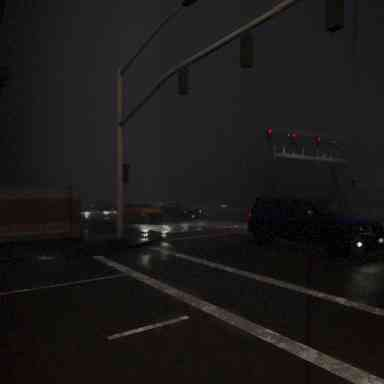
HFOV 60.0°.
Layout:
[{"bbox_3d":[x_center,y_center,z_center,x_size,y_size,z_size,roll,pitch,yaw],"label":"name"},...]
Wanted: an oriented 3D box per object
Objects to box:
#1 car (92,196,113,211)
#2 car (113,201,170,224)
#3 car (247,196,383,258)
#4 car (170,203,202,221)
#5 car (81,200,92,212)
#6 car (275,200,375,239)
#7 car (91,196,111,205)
[{"bbox_3d":[-10.719,1.548,40.777,2.033,1.411,5.357,0,0,-36],"label":"car"},{"bbox_3d":[-3.952,1.477,25.355,1.882,1.535,5.008,0,0,-36],"label":"car"},{"bbox_3d":[4.693,1.215,13.322,2.150,2.045,5.566,0,1,-36],"label":"car"},{"bbox_3d":[-1.187,1.601,27.502,1.895,1.301,4.718,0,0,-36],"label":"car"},{"bbox_3d":[-13.614,1.526,38.811,1.812,1.442,4.674,0,0,-36],"label":"car"},{"bbox_3d":[7.079,1.351,17.946,4.553,1.767,2.097,0,0,40],"label":"car"},{"bbox_3d":[-16.830,1.478,61.608,1.882,1.535,5.008,0,0,-36],"label":"car"}]
